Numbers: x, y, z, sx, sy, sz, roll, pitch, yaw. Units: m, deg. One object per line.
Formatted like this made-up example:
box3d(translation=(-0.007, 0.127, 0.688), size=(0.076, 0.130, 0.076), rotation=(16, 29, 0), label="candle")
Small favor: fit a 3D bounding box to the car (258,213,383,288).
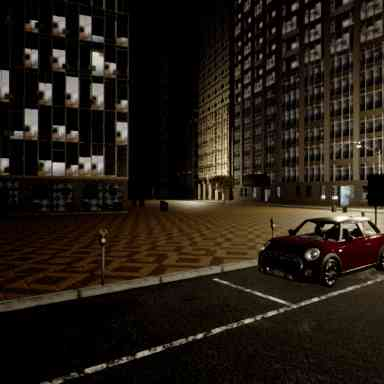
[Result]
box3d(translation=(3.710, 1.439, 9.208), size=(4.097, 1.590, 1.967), rotation=(0, 0, -36), label="car")
